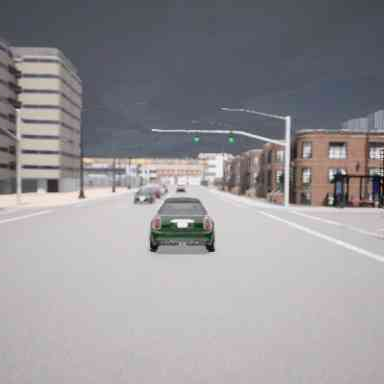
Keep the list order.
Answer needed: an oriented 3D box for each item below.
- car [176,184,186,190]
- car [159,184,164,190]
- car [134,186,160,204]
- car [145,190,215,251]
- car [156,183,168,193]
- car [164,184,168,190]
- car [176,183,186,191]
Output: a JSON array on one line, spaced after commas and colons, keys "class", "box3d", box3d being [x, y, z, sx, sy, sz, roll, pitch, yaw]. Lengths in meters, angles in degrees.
[{"class": "car", "box3d": [-2.194, -0.518, 65.585, 1.895, 1.301, 4.718, 0, 2, -2]}, {"class": "car", "box3d": [-5.056, 0.046, 43.498, 1.882, 1.535, 5.008, 0, 2, -2]}, {"class": "car", "box3d": [-4.782, 0.367, 34.065, 2.128, 1.511, 4.902, 0, 2, -1]}, {"class": "car", "box3d": [-0.361, 0.968, 12.389, 2.097, 1.767, 4.553, 0, 2, -2]}, {"class": "car", "box3d": [-5.611, -0.717, 63.053, 2.097, 1.767, 4.553, 0, 2, -2]}, {"class": "car", "box3d": [-5.293, -0.211, 52.883, 1.812, 1.442, 4.674, 0, 2, -1]}, {"class": "car", "box3d": [-2.519, -1.092, 75.631, 2.097, 1.767, 4.553, 0, 2, -2]}]
